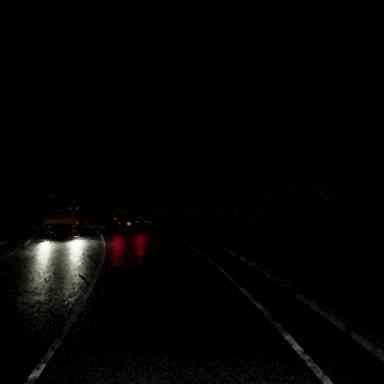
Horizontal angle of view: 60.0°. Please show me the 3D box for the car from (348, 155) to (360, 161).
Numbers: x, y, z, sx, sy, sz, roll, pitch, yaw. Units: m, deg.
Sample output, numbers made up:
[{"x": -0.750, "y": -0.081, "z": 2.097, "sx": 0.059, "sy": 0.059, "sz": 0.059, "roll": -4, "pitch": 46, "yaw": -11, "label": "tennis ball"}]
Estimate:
[{"x": 30.735, "y": -5.893, "z": 60.563, "sx": 2.002, "sy": 1.452, "sz": 4.674, "roll": 0, "pitch": 1, "yaw": 7, "label": "car"}]

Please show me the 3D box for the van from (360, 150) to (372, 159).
[{"x": 30.031, "y": -6.011, "z": 54.959, "sx": 1.878, "sy": 1.987, "sz": 4.442, "roll": 0, "pitch": 2, "yaw": 7, "label": "van"}]

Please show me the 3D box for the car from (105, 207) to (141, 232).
[{"x": -4.526, "y": 1.712, "z": 21.553, "sx": 1.812, "sy": 1.442, "sz": 4.674, "roll": -1, "pitch": -1, "yaw": -21, "label": "car"}]

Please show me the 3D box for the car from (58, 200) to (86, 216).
[{"x": -13.911, "y": 1.929, "z": 37.554, "sx": 2.150, "sy": 2.045, "sz": 5.566, "roll": -2, "pitch": -1, "yaw": -39, "label": "car"}]

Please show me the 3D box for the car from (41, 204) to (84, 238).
[{"x": -7.650, "y": 1.713, "z": 19.509, "sx": 1.882, "sy": 1.535, "sz": 5.008, "roll": -1, "pitch": -1, "yaw": -22, "label": "car"}]

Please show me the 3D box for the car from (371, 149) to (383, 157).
[{"x": 29.359, "y": -5.638, "z": 49.612, "sx": 2.231, "sy": 1.521, "sz": 4.892, "roll": 0, "pitch": 2, "yaw": 7, "label": "car"}]

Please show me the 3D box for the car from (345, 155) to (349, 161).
[{"x": 31.417, "y": -6.322, "z": 65.999, "sx": 2.435, "sy": 2.045, "sz": 5.566, "roll": 0, "pitch": 1, "yaw": 7, "label": "car"}]
